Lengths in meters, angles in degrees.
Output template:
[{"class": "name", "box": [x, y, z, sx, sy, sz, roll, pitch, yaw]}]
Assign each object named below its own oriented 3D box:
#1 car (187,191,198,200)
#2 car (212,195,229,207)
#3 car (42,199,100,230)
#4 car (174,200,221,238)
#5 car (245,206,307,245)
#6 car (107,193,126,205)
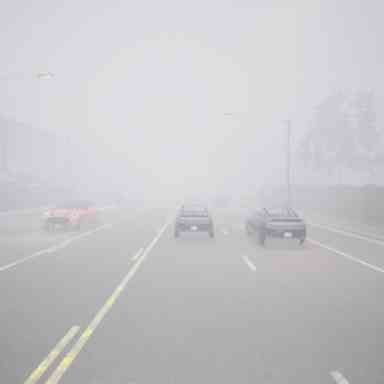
[{"class": "car", "box": [0.087, 0.613, 60.677, 1.812, 1.442, 4.674, 0, 1, 0]}, {"class": "car", "box": [3.592, 1.123, 42.233, 2.033, 1.411, 5.357, 0, 1, 0]}, {"class": "car", "box": [-7.080, 1.214, 19.802, 2.097, 1.767, 4.553, 0, 1, 0]}, {"class": "car", "box": [0.096, 1.372, 17.071, 2.128, 1.511, 4.902, 0, 0, 0]}, {"class": "car", "box": [3.597, 1.386, 14.897, 2.128, 1.511, 4.902, 0, 0, 0]}, {"class": "car", "box": [-10.556, 0.964, 46.874, 2.128, 1.511, 4.902, 0, 1, 1]}]
